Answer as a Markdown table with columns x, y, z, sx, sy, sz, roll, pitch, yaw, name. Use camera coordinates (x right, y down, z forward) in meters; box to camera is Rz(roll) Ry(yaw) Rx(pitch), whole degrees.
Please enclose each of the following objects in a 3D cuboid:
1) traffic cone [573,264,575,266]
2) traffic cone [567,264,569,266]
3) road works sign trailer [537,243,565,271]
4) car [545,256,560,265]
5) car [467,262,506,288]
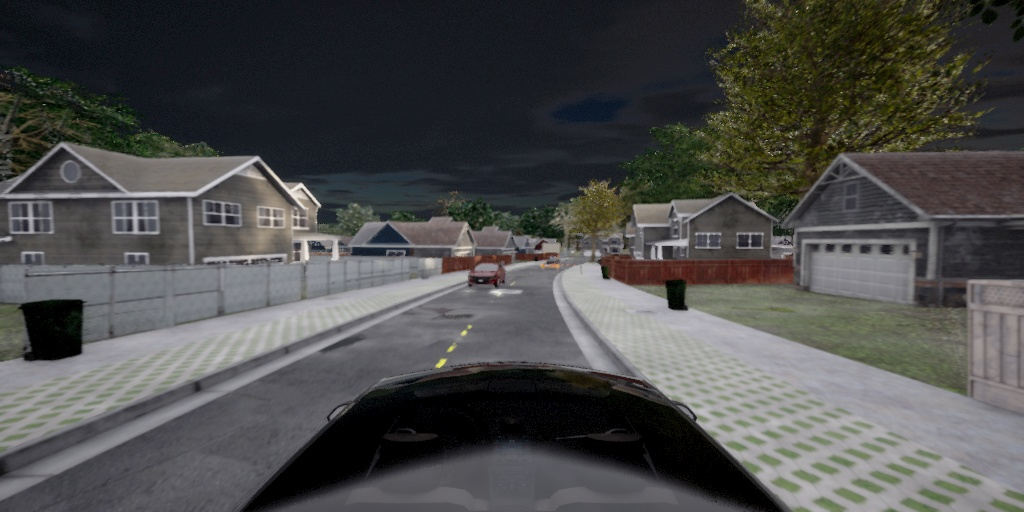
| x | y | z | sx | sy | sz | roll | pitch | yaw | name |
| --- | --- | --- | --- | --- | --- | --- | --- | --- | --- |
| 10.013 | 1.412 | 57.834 | 0.340 | 0.580 | 0.340 | 0 | 0 | 17 | traffic cone |
| 9.061 | 1.397 | 58.072 | 0.340 | 0.580 | 0.340 | 0 | 0 | 15 | traffic cone |
| 5.010 | 0.031 | 45.733 | 2.380 | 3.560 | 2.880 | 0 | 0 | 16 | road works sign trailer |
| 7.208 | 0.836 | 63.604 | 1.837 | 1.490 | 4.892 | 1 | 1 | 18 | car |
| -1.533 | 1.155 | 23.334 | 1.882 | 1.535 | 5.008 | 0 | 0 | 7 | car |
